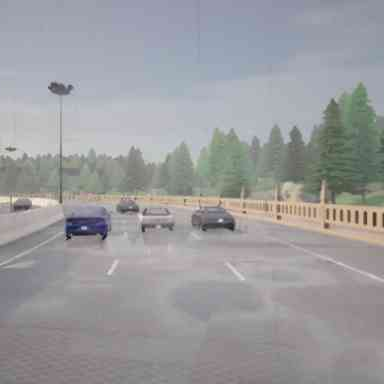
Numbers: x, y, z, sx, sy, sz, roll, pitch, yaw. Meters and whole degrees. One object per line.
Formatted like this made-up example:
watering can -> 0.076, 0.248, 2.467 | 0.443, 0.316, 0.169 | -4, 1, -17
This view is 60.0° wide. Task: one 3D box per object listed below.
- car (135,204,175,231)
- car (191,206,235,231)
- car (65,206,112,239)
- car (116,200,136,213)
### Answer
car -> -2.318, 1.607, 20.557 | 1.895, 1.301, 4.718 | 0, 0, -12
car -> 1.201, 1.569, 20.551 | 1.994, 1.385, 4.181 | 0, 0, -11
car -> -5.287, 1.485, 17.388 | 1.882, 1.535, 5.008 | 0, 0, -10
car -> -7.158, 1.577, 36.617 | 1.994, 1.385, 4.181 | 0, 0, -21
